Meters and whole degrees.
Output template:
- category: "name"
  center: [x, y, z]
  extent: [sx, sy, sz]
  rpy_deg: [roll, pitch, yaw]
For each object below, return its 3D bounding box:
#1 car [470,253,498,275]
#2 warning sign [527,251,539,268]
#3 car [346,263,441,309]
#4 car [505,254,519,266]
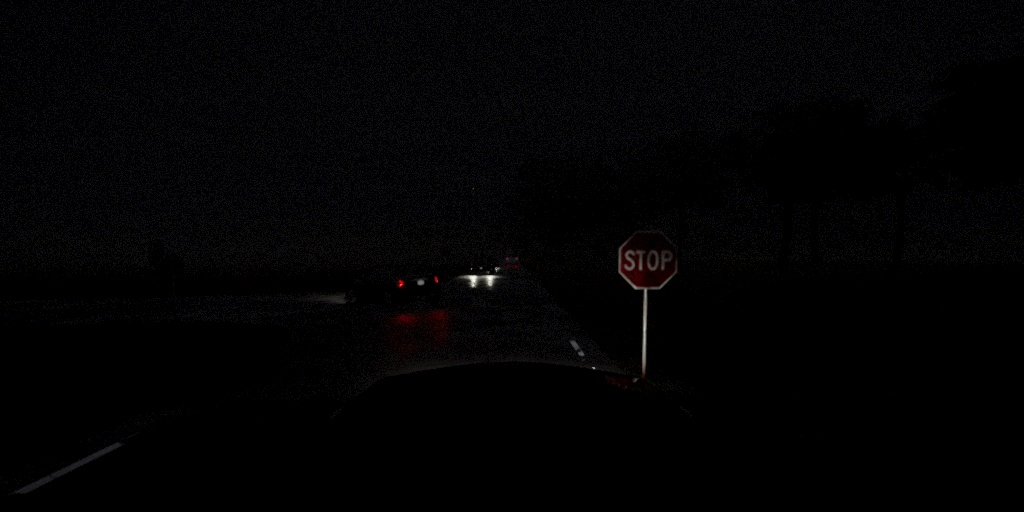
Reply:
- category: "car"
  center: [-2.848, 0.737, 35.746]
  extent: [2.150, 2.045, 5.566]
  rpy_deg: [0, 0, 0]
- category: "warning sign"
  center: [2.450, 0.587, 45.461]
  extent: [1.300, 1.860, 1.060]
  rpy_deg: [0, 0, 0]
- category: "car"
  center: [-5.046, 1.094, 14.894]
  extent: [4.553, 1.767, 2.097]
  rpy_deg: [-2, 1, 41]
- category: "car"
  center: [0.000, 0.658, 61.323]
  extent: [2.150, 2.045, 5.566]
  rpy_deg: [0, 0, 0]
